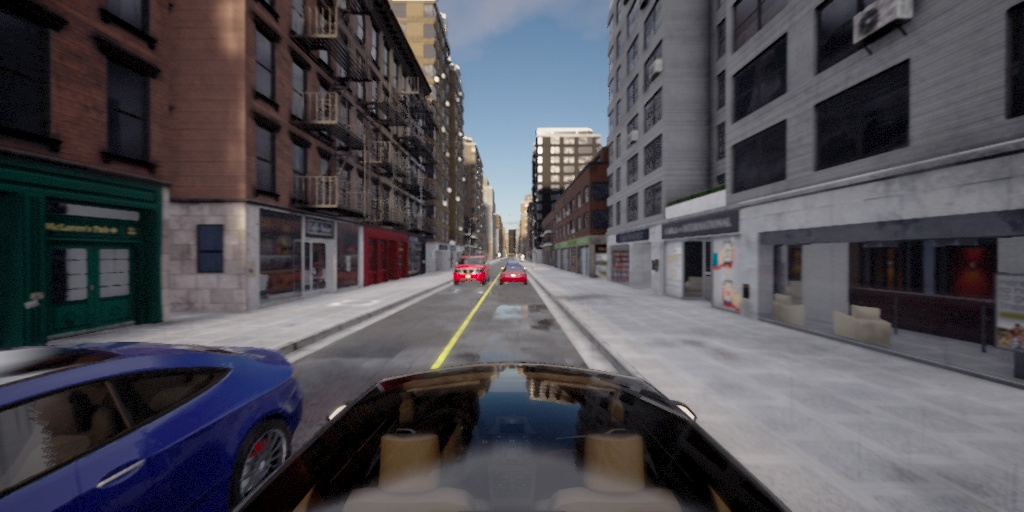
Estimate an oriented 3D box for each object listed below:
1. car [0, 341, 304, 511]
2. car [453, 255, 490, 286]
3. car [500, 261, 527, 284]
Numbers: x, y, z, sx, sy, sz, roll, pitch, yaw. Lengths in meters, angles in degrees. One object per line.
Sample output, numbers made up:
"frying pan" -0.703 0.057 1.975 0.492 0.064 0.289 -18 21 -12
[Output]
"car" -2.846 1.276 1.551 1.812 1.442 4.674 0 0 0
"car" -2.798 0.975 25.852 2.150 2.045 5.566 0 0 1
"car" 0.107 1.315 26.655 1.994 1.385 4.181 0 0 0
